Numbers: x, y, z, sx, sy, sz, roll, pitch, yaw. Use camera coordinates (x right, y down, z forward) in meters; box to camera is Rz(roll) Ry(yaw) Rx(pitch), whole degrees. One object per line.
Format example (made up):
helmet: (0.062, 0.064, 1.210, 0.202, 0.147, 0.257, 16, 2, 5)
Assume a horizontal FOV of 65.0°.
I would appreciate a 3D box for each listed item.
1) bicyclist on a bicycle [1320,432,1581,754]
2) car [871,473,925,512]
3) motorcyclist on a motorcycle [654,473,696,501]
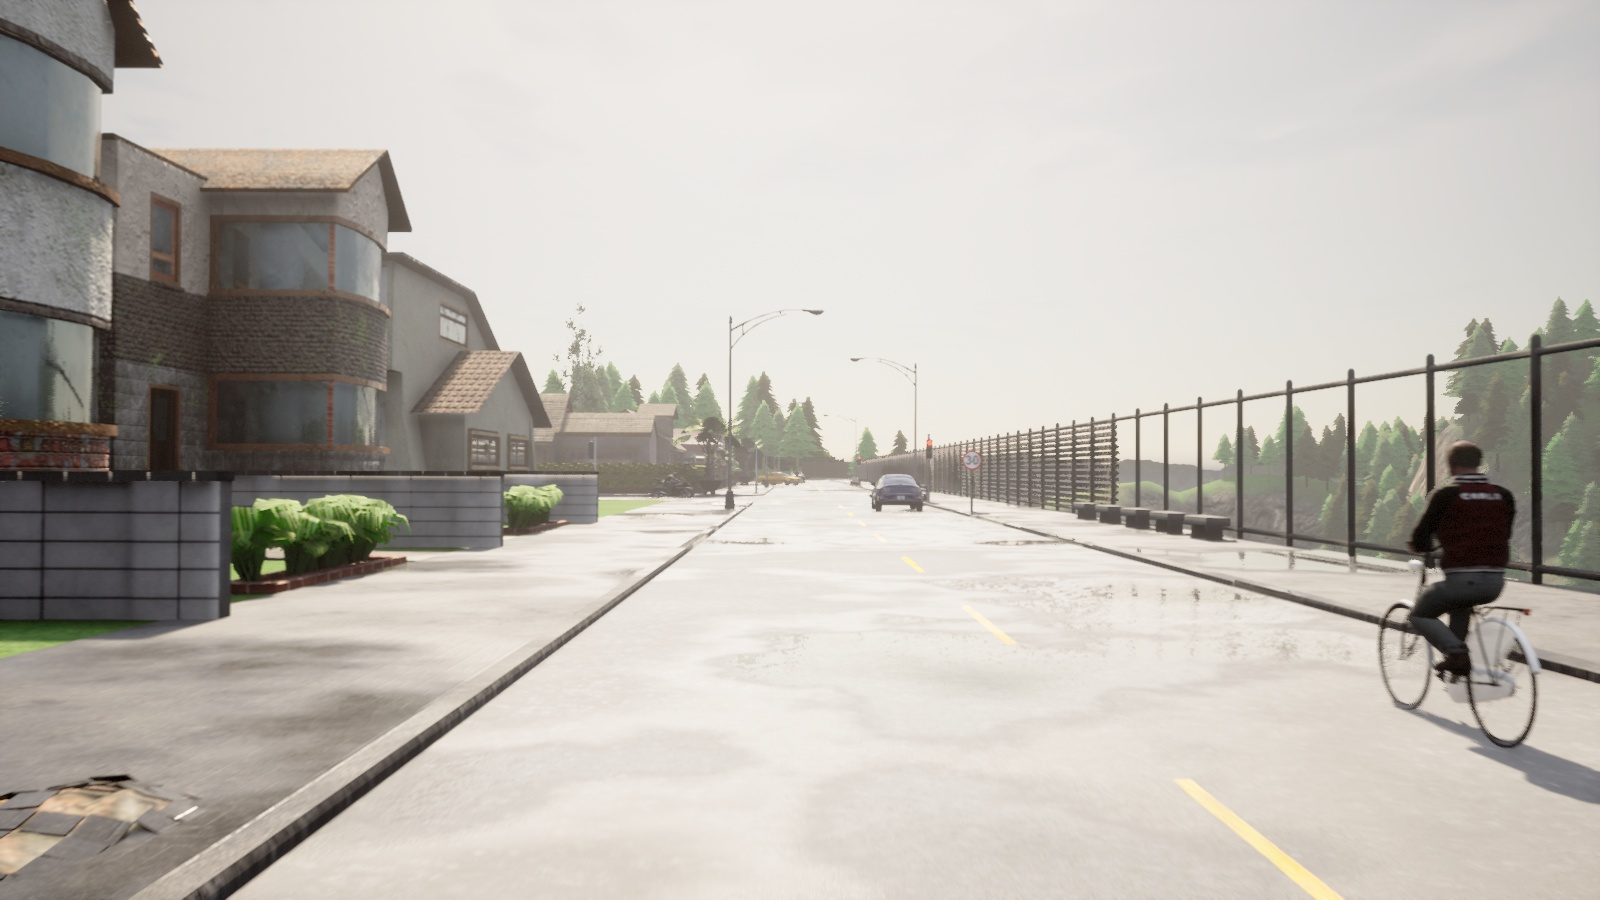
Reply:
bicyclist on a bicycle: (3.980, 0.801, 7.869, 0.659, 1.776, 1.843, 0, -1, 0)
car: (3.876, 1.668, 50.367, 1.812, 1.442, 4.674, 0, -1, 0)
motorcyclist on a motorcycle: (-6.808, 2.025, 68.551, 2.191, 1.530, 0.866, 0, -1, 1)
